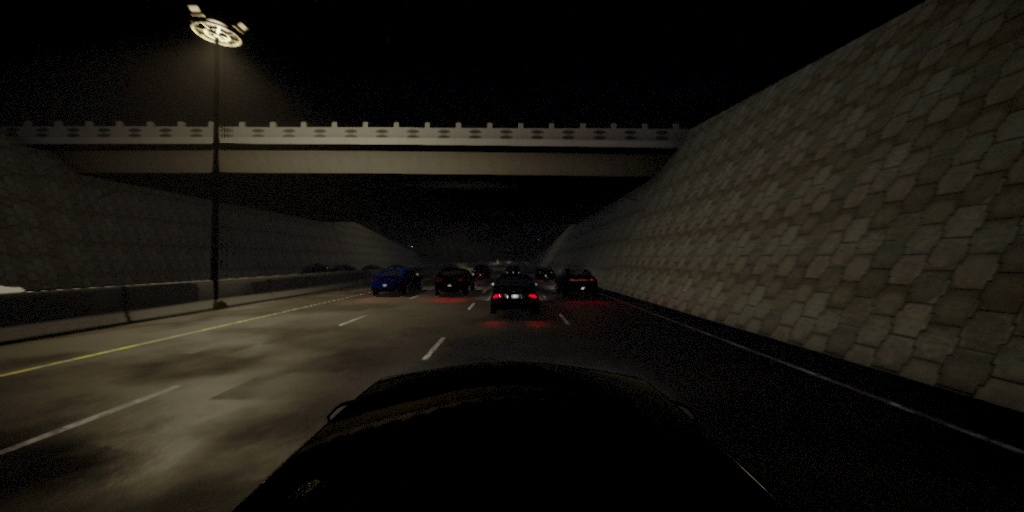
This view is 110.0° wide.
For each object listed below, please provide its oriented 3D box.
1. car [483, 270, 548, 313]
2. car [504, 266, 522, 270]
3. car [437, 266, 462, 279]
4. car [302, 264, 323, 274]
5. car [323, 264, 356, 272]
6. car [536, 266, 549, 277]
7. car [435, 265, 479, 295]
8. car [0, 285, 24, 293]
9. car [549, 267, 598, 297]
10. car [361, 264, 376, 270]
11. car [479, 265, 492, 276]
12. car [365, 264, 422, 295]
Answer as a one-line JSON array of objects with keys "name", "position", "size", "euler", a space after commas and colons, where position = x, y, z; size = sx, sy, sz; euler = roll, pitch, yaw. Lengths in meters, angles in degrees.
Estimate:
[{"name": "car", "position": [0.105, 1.459, 14.766], "size": [2.033, 1.411, 5.357], "euler": [0, -1, 0]}, {"name": "car", "position": [0.119, 1.755, 38.810], "size": [2.033, 1.411, 5.357], "euler": [0, -1, 0]}, {"name": "car", "position": [-6.882, 1.786, 39.933], "size": [1.994, 1.385, 4.181], "euler": [0, -1, 0]}, {"name": "car", "position": [-28.052, 1.856, 51.471], "size": [2.128, 1.511, 4.902], "euler": [0, -1, 0]}, {"name": "car", "position": [-24.553, 1.917, 51.930], "size": [2.033, 1.411, 5.357], "euler": [0, -1, 0]}, {"name": "car", "position": [3.620, 1.832, 40.665], "size": [1.895, 1.301, 4.718], "euler": [0, -1, 0]}, {"name": "car", "position": [-3.390, 1.477, 21.921], "size": [1.882, 1.535, 5.008], "euler": [0, 0, 0]}, {"name": "car", "position": [-17.596, 1.383, 10.435], "size": [1.812, 1.442, 4.674], "euler": [0, -1, 0]}, {"name": "car", "position": [3.609, 1.475, 20.656], "size": [2.128, 1.511, 4.902], "euler": [0, -1, 0]}, {"name": "car", "position": [-21.045, 1.957, 53.771], "size": [1.994, 1.385, 4.181], "euler": [0, -1, 0]}, {"name": "car", "position": [-3.380, 1.737, 40.663], "size": [1.837, 1.490, 4.892], "euler": [0, 0, 0]}, {"name": "car", "position": [-6.890, 1.477, 21.893], "size": [1.882, 1.535, 5.008], "euler": [0, -1, 0]}]
